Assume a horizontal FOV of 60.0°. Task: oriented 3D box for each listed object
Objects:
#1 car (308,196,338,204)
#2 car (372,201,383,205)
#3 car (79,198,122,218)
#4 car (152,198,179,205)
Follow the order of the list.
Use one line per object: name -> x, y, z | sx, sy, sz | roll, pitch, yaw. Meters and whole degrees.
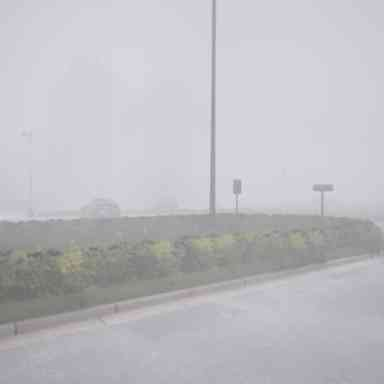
car -> 24.267, 1.771, 61.741 | 2.150, 2.045, 5.566 | 1, 0, -35
car -> 30.992, 2.022, 52.316 | 1.837, 1.490, 4.892 | 1, 0, -35
car -> -7.285, 1.395, 26.274 | 1.932, 1.855, 4.605 | 1, 0, -36
car -> -3.706, 1.694, 45.228 | 2.242, 1.667, 4.611 | 1, 0, -36
